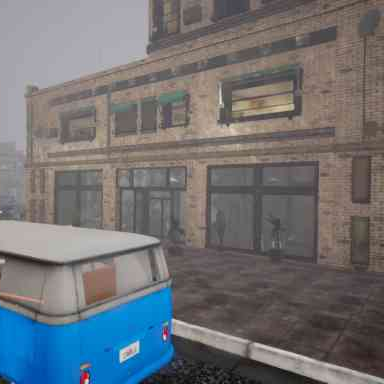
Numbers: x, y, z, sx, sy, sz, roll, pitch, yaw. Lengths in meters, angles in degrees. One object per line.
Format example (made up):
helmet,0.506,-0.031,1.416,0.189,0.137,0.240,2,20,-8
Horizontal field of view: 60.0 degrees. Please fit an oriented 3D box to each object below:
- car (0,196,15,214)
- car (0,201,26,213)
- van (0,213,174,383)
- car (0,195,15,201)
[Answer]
car,-22.069,1.411,35.552,2.192,1.841,5.009,0,0,36
car,-15.307,1.793,30.607,1.947,1.339,4.313,0,0,36
van,-2.124,1.340,4.363,3.998,1.788,1.690,0,1,35
car,-20.530,1.349,33.258,2.150,2.045,5.566,1,0,36
